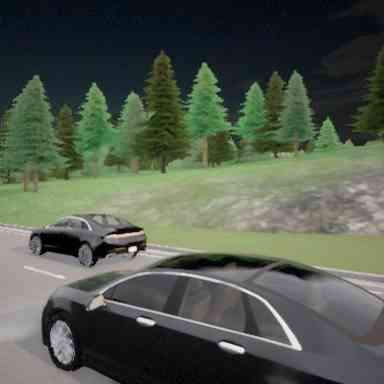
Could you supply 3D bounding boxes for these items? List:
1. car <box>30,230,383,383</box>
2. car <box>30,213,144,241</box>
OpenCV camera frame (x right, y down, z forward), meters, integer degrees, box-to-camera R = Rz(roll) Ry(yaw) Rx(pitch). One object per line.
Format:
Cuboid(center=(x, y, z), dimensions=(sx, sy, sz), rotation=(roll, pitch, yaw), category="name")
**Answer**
Cuboid(center=(0.096, 1.497, 3.982), dimensions=(4.892, 1.490, 1.837), rotation=(0, 0, 37), category="car")
Cuboid(center=(-3.658, 1.474, 11.282), dimensions=(4.902, 1.511, 2.128), rotation=(0, 0, 38), category="car")
